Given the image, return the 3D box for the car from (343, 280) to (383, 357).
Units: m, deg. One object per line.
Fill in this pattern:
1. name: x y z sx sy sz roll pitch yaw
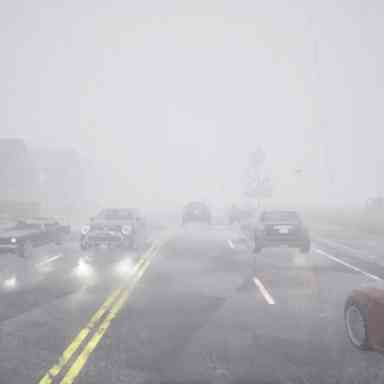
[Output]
1. car: 3.251 1.547 3.271 1.812 1.442 4.674 0 0 0

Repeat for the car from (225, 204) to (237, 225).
1. car: 3.605 1.630 25.156 2.128 1.511 4.902 0 0 2

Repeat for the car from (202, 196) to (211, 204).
1. car: 3.486 1.823 79.240 2.097 1.767 4.553 0 0 5

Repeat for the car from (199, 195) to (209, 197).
1. car: 2.401 1.581 64.887 2.150 2.045 5.566 0 -2 4

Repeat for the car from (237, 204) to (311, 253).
1. car: 3.362 1.431 14.186 2.097 1.767 4.553 0 0 1

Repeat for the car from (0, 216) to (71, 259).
1. car: -6.493 1.663 12.976 1.895 1.301 4.718 0 0 1

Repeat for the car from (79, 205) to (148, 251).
1. car: -3.213 1.425 14.476 2.097 1.767 4.553 0 0 1

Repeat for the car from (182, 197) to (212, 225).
1. car: 0.400 1.488 25.289 2.097 1.767 4.553 0 0 2
